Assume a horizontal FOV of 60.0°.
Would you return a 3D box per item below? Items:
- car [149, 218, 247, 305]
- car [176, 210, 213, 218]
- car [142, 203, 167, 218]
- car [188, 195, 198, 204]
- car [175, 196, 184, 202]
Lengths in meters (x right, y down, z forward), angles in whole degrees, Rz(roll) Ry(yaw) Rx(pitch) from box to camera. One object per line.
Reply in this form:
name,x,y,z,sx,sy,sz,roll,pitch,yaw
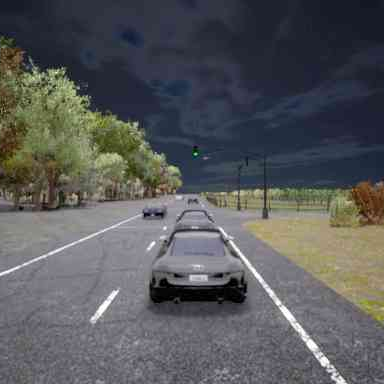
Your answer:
car,0.118,1.581,8.215,1.994,1.385,4.181,0,0,0
car,0.138,1.599,17.059,1.994,1.385,4.181,0,0,0
car,-3.330,1.663,30.661,1.895,1.301,4.718,0,0,0
car,0.253,1.478,68.179,2.097,1.767,4.553,0,0,0
car,-3.315,1.675,83.705,1.812,1.442,4.674,0,0,0
